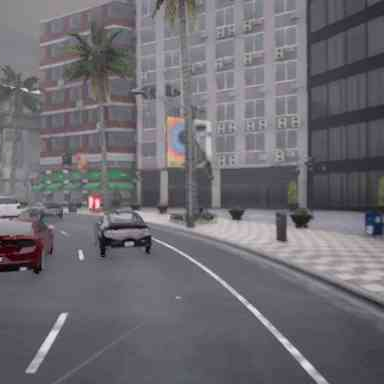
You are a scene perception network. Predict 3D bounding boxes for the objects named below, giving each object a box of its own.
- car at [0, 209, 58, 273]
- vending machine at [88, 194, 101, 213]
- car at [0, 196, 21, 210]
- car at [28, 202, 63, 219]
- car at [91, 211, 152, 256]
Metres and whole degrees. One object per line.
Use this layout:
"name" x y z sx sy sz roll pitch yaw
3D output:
"car" -5.585 1.535 10.605 1.882 1.535 5.008 0 0 -17
"vending machine" -11.025 1.322 37.777 0.880 2.100 1.100 -1 0 42
"car" -15.769 1.381 27.176 2.150 2.045 5.566 0 0 -43
"car" -12.907 1.627 29.079 2.128 1.511 4.902 0 0 -42
"car" -2.917 1.528 13.373 2.128 1.511 4.902 0 0 -20
